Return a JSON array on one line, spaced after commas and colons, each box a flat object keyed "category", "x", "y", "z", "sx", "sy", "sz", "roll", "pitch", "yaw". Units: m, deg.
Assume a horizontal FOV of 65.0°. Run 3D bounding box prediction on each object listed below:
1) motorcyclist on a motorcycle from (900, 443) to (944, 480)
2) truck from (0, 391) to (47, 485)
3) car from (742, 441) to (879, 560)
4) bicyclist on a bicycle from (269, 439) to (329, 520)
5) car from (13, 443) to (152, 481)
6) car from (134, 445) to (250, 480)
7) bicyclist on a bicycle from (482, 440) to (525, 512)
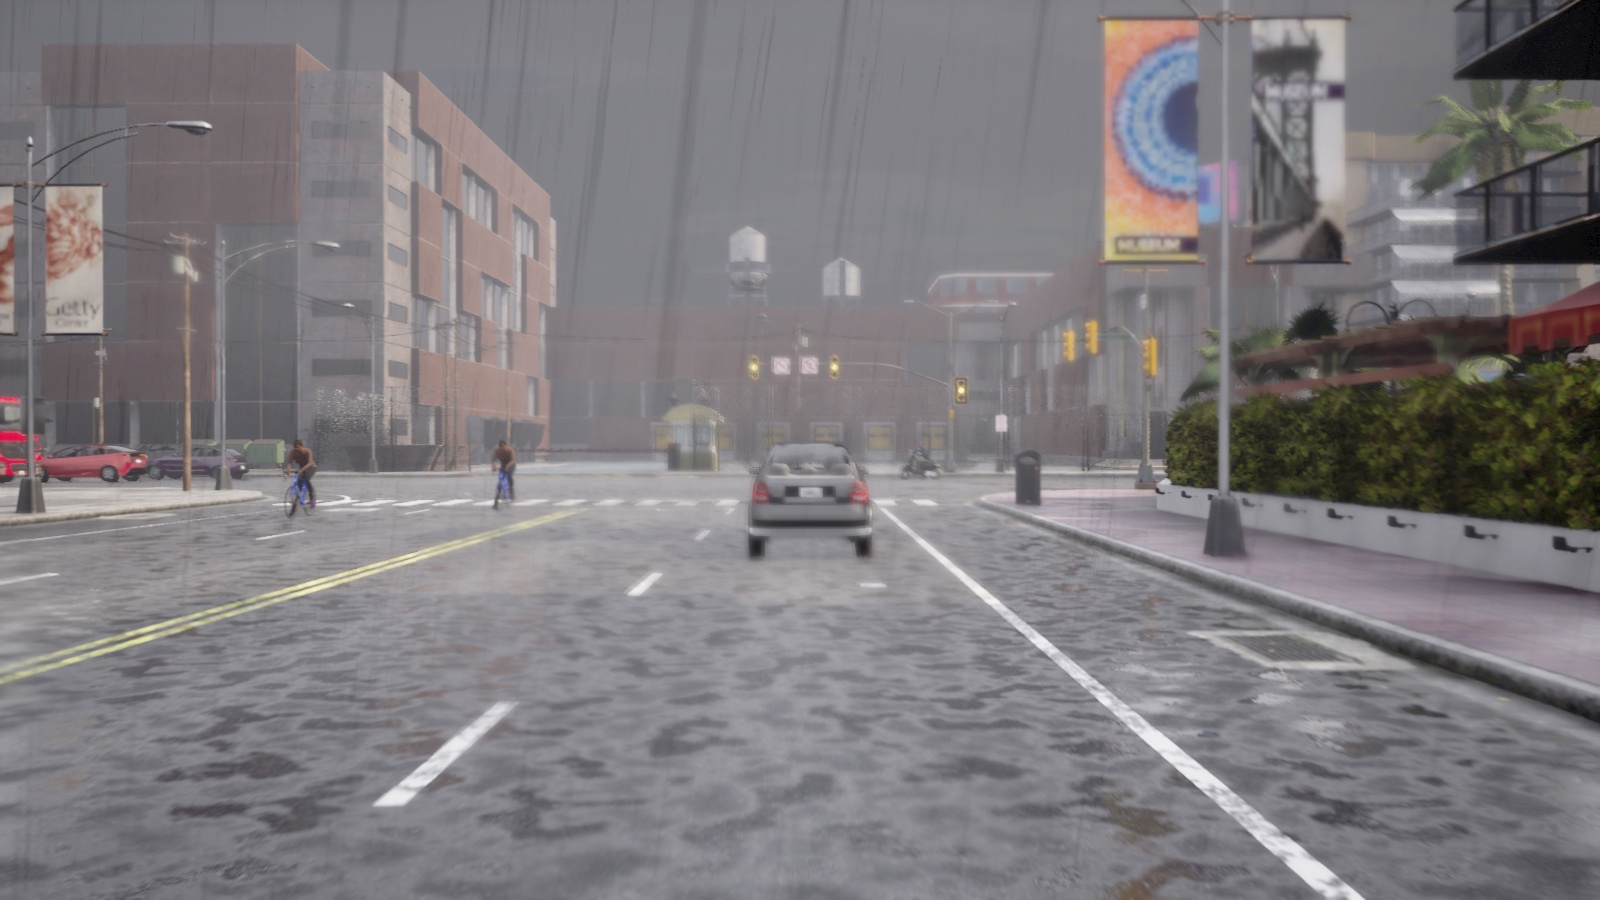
[{"category": "motorcyclist on a motorcycle", "x": 5.281, "y": 0.490, "z": 54.411, "sx": 1.817, "sy": 1.590, "sz": 0.866, "roll": 0, "pitch": 0, "yaw": 1}, {"category": "truck", "x": -33.527, "y": -0.453, "z": 47.863, "sx": 7.936, "sy": 3.462, "sz": 2.891, "roll": 0, "pitch": 0, "yaw": 2}, {"category": "car", "x": 0.134, "y": 0.654, "z": 18.244, "sx": 1.789, "sy": 1.549, "sz": 3.705, "roll": 0, "pitch": 0, "yaw": 0}, {"category": "bicyclist on a bicycle", "x": -10.336, "y": 0.589, "z": 25.955, "sx": 0.582, "sy": 1.620, "sz": 1.656, "roll": 0, "pitch": 1, "yaw": 0}, {"category": "car", "x": -29.223, "y": 0.467, "z": 51.243, "sx": 4.514, "sy": 1.525, "sz": 2.007, "roll": 0, "pitch": 0, "yaw": 1}, {"category": "car", "x": -26.434, "y": 0.523, "z": 54.703, "sx": 4.193, "sy": 1.474, "sz": 1.816, "roll": 0, "pitch": 0, "yaw": 1}, {"category": "bicyclist on a bicycle", "x": -6.819, "y": 0.580, "z": 28.935, "sx": 0.582, "sy": 1.620, "sz": 1.656, "roll": 0, "pitch": 1, "yaw": 0}]
